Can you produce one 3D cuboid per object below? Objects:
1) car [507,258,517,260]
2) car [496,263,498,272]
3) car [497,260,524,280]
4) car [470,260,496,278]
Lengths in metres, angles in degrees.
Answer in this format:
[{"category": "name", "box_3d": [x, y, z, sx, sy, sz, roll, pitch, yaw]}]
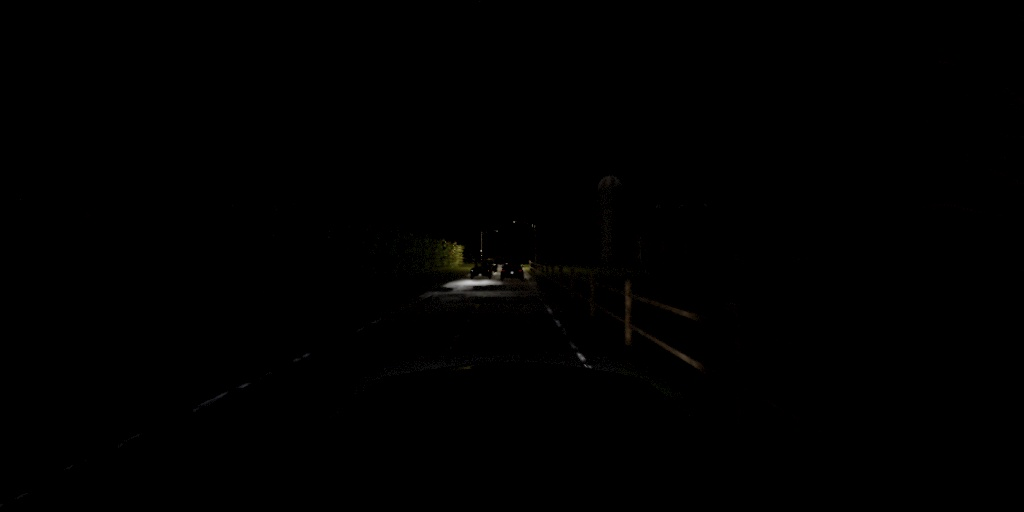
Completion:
[{"category": "car", "box_3d": [0.033, 1.097, 46.458, 2.097, 1.767, 4.553, 0, 0, 0]}, {"category": "car", "box_3d": [-2.779, 1.270, 45.216, 1.837, 1.490, 4.892, 0, 0, 0]}, {"category": "car", "box_3d": [0.013, 1.306, 30.457, 1.994, 1.385, 4.181, 0, 0, 0]}, {"category": "car", "box_3d": [-2.758, 1.343, 33.324, 1.895, 1.301, 4.718, 0, 0, 0]}]
